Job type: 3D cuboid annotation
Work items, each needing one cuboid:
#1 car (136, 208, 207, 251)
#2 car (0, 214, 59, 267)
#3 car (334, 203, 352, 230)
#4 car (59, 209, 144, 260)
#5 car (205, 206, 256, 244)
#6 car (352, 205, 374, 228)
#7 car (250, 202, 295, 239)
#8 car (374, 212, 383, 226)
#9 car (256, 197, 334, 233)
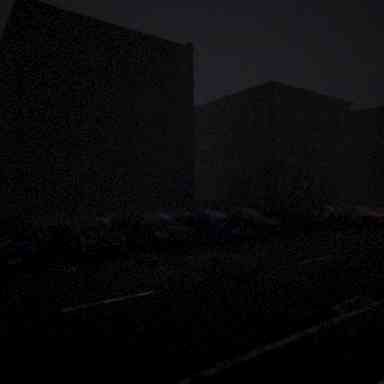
[{"bbox_3d":[-1.864,1.500,14.406,2.231,1.521,4.892,0,0,-36],"label":"car"},{"bbox_3d":[-6.300,1.529,11.134,2.163,1.488,4.792,0,0,-36],"label":"car"},{"bbox_3d":[7.072,1.417,20.862,2.185,1.767,4.553,0,0,-36],"label":"car"},{"bbox_3d":[-4.093,1.499,12.785,2.231,1.521,4.892,0,0,-36],"label":"car"},{"bbox_3d":[0.371,1.505,16.019,2.097,1.535,5.008,0,0,-36],"label":"car"},{"bbox_3d":[9.279,1.603,22.511,2.002,1.452,4.674,0,0,-36],"label":"car"},{"bbox_3d":[2.594,1.514,17.648,2.097,1.535,5.008,0,0,-36],"label":"car"},{"bbox_3d":[11.620,1.583,23.980,1.946,1.575,5.366,1,0,-36],"label":"car"},{"bbox_3d":[4.809,1.275,19.290,2.435,2.045,5.566,0,0,-36],"label":"car"}]
